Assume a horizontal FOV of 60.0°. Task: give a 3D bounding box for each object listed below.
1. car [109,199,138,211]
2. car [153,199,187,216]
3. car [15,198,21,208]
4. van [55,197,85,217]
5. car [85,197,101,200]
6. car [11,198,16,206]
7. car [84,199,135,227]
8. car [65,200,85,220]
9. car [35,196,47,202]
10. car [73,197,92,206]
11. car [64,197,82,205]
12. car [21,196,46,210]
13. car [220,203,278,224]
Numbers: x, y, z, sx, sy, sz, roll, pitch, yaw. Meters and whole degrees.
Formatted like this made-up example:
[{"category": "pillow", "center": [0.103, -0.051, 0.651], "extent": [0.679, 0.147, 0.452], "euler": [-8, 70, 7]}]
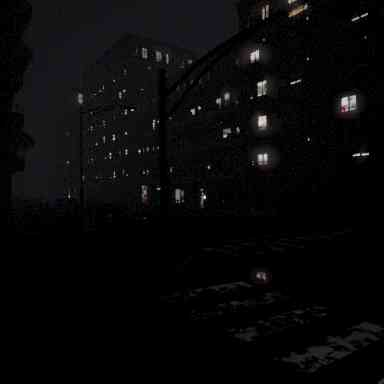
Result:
[{"category": "car", "center": [-8.740, 1.578, 42.282], "extent": [2.008, 1.369, 4.403], "euler": [-1, 1, -36]}, {"category": "car", "center": [-2.301, 1.437, 33.279], "extent": [1.967, 1.590, 4.097], "euler": [-1, 1, -36]}, {"category": "car", "center": [-25.215, 1.768, 50.910], "extent": [1.947, 1.339, 4.313], "euler": [-1, 1, -36]}, {"category": "van", "center": [-12.338, 1.481, 32.904], "extent": [1.690, 1.788, 3.998], "euler": [-1, 1, -36]}, {"category": "car", "center": [-15.182, 1.498, 51.283], "extent": [1.967, 1.590, 4.097], "euler": [-1, 1, -36]}, {"category": "car", "center": [-31.655, 1.781, 59.913], "extent": [1.887, 1.381, 4.507], "euler": [-1, 1, -36]}, {"category": "car", "center": [-5.897, 1.551, 23.904], "extent": [1.967, 1.590, 4.097], "euler": [-1, 1, -36]}, {"category": "car", "center": [-9.016, 1.650, 28.267], "extent": [1.752, 1.417, 4.829], "euler": [-1, 1, -36]}, {"category": "car", "center": [-37.720, 1.725, 82.792], "extent": [1.887, 1.381, 4.507], "euler": [-1, 1, -36]}, {"category": "car", "center": [-18.400, 1.640, 55.785], "extent": [1.947, 1.339, 4.313], "euler": [-1, 1, -36]}, {"category": "car", "center": [-21.620, 1.642, 60.287], "extent": [2.008, 1.369, 4.403], "euler": [-1, 1, -36]}, {"category": "car", "center": [-21.997, 1.626, 46.408], "extent": [1.967, 1.590, 4.097], "euler": [-1, 1, -36]}, {"category": "car", "center": [4.041, 1.494, 24.416], "extent": [1.752, 1.417, 4.829], "euler": [-1, 1, -36]}]
